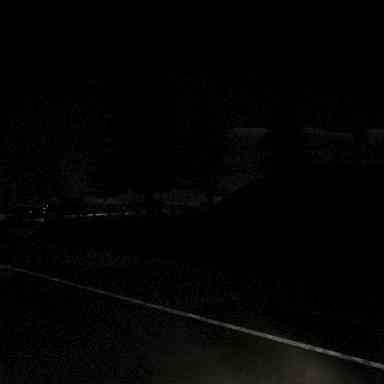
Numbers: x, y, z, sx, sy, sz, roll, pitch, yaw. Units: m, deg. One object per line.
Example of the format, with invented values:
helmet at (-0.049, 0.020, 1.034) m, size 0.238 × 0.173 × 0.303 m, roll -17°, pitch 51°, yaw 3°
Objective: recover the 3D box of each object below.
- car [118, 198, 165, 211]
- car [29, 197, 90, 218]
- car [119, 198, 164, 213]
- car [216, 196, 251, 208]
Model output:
car at (-5.985, 1.448, 39.908) m, size 5.357 × 1.411 × 2.033 m, roll 0°, pitch 0°, yaw -42°
car at (-11.435, 1.260, 29.394) m, size 2.097 × 1.767 × 4.553 m, roll 0°, pitch 0°, yaw 41°
car at (-5.233, 1.406, 35.812) m, size 4.902 × 1.511 × 2.128 m, roll 0°, pitch 0°, yaw -42°
car at (5.871, 1.522, 48.666) m, size 4.718 × 1.301 × 1.895 m, roll 0°, pitch 0°, yaw -31°
